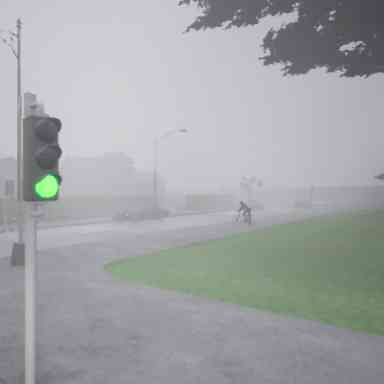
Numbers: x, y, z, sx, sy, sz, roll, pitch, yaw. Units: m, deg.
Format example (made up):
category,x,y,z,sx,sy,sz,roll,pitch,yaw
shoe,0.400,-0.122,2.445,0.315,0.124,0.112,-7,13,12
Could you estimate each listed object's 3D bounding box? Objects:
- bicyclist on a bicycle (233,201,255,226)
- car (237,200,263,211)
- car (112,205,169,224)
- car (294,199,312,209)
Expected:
category,x,y,z,sx,sy,sz,roll,pitch,yaw
bicyclist on a bicycle,3.409,1.408,22.058,1.656,1.620,0.582,-1,0,36
car,7.373,1.674,41.859,1.994,1.385,4.181,0,0,36
car,-3.986,1.711,26.146,1.895,1.301,4.718,0,0,36
car,16.129,1.687,47.791,1.895,1.301,4.718,0,0,30
